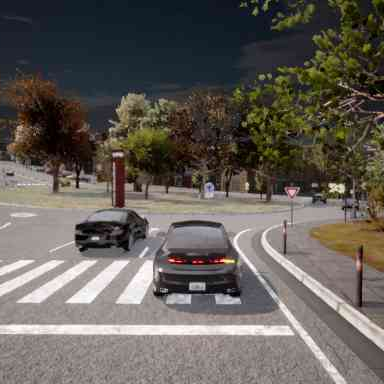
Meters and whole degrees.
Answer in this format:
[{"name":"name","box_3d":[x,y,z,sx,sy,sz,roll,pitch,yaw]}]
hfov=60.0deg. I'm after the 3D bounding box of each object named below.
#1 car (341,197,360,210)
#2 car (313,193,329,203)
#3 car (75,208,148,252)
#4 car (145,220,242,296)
[{"name":"car","box_3d":[18.221,1.315,38.263,2.033,1.411,5.357,1,2,25]},{"name":"car","box_3d":[19.522,0.899,50.477,1.837,1.490,4.892,0,2,27]},{"name":"car","box_3d":[-3.105,1.409,13.768,1.882,1.535,5.008,0,1,4]},{"name":"car","box_3d":[0.117,1.475,8.528,1.837,1.490,4.892,0,0,0]}]
